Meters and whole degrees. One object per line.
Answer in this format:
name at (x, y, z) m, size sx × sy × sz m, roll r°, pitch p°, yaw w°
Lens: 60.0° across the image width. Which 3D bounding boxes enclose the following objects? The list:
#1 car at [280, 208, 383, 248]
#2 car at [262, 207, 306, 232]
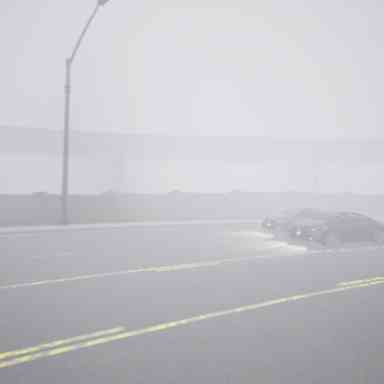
car at (6.326, 1.539, 14.555) m, size 4.181 × 1.385 × 1.994 m, roll 0°, pitch 0°, yaw -20°
car at (5.930, 1.533, 18.116) m, size 4.181 × 1.385 × 1.994 m, roll 0°, pitch 0°, yaw -19°
